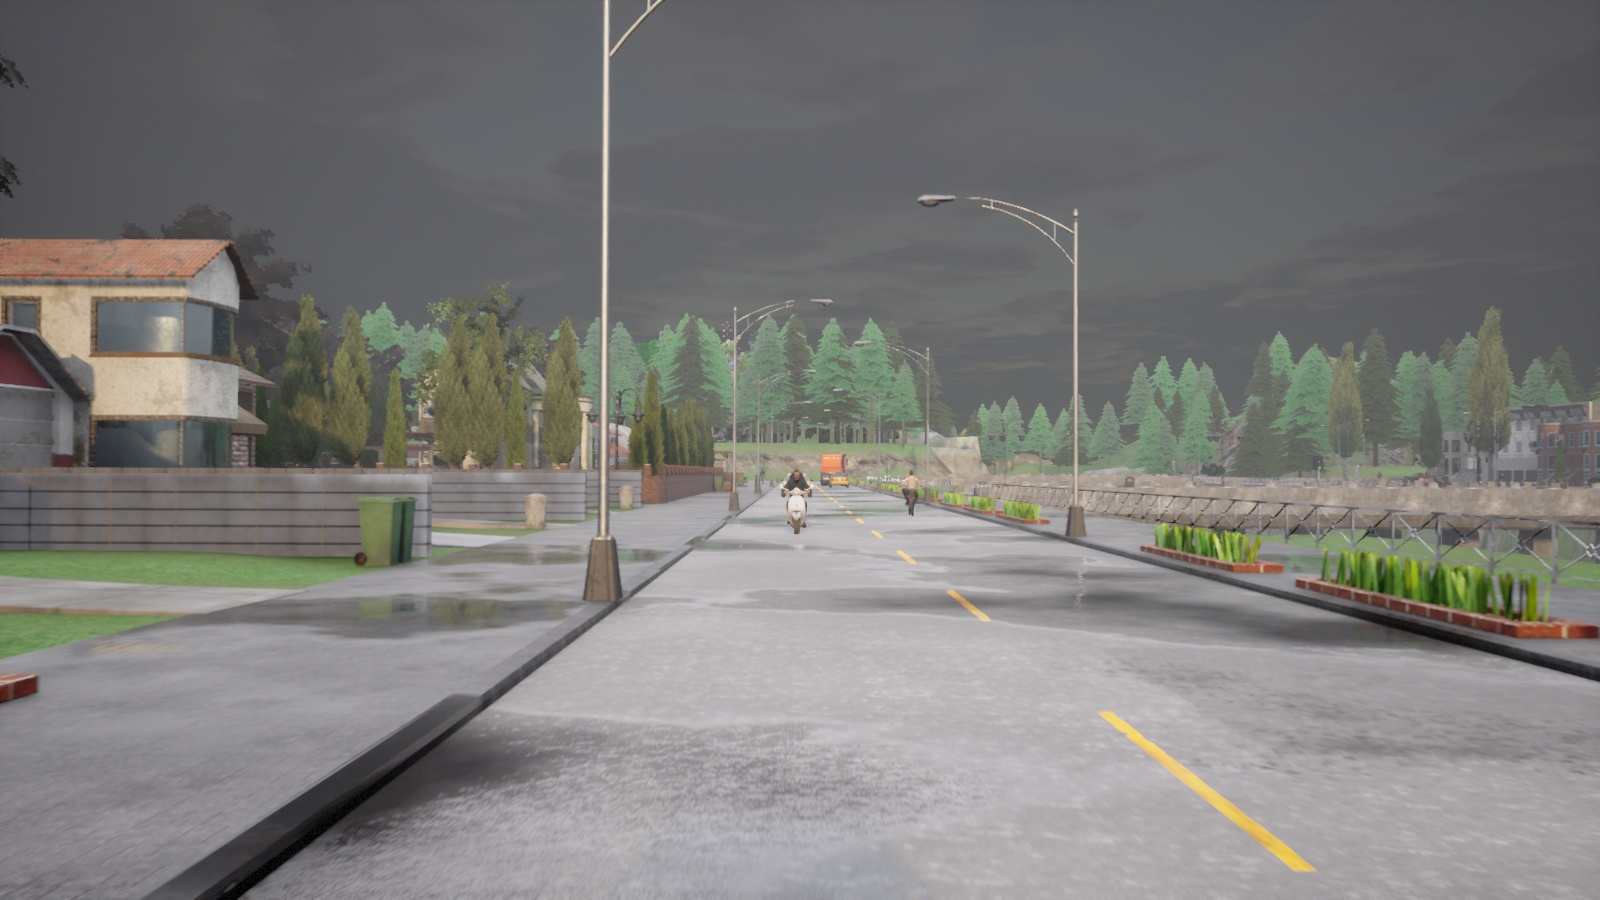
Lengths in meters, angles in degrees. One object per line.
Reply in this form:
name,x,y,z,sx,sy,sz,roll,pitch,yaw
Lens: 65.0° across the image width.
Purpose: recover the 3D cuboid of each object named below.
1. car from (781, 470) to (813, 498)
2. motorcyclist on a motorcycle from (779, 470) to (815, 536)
car,-0.178,2.017,75.408,1.801,1.575,5.366,0,-1,0
motorcyclist on a motorcycle,-0.074,1.293,31.340,0.866,1.590,1.817,0,-1,0
